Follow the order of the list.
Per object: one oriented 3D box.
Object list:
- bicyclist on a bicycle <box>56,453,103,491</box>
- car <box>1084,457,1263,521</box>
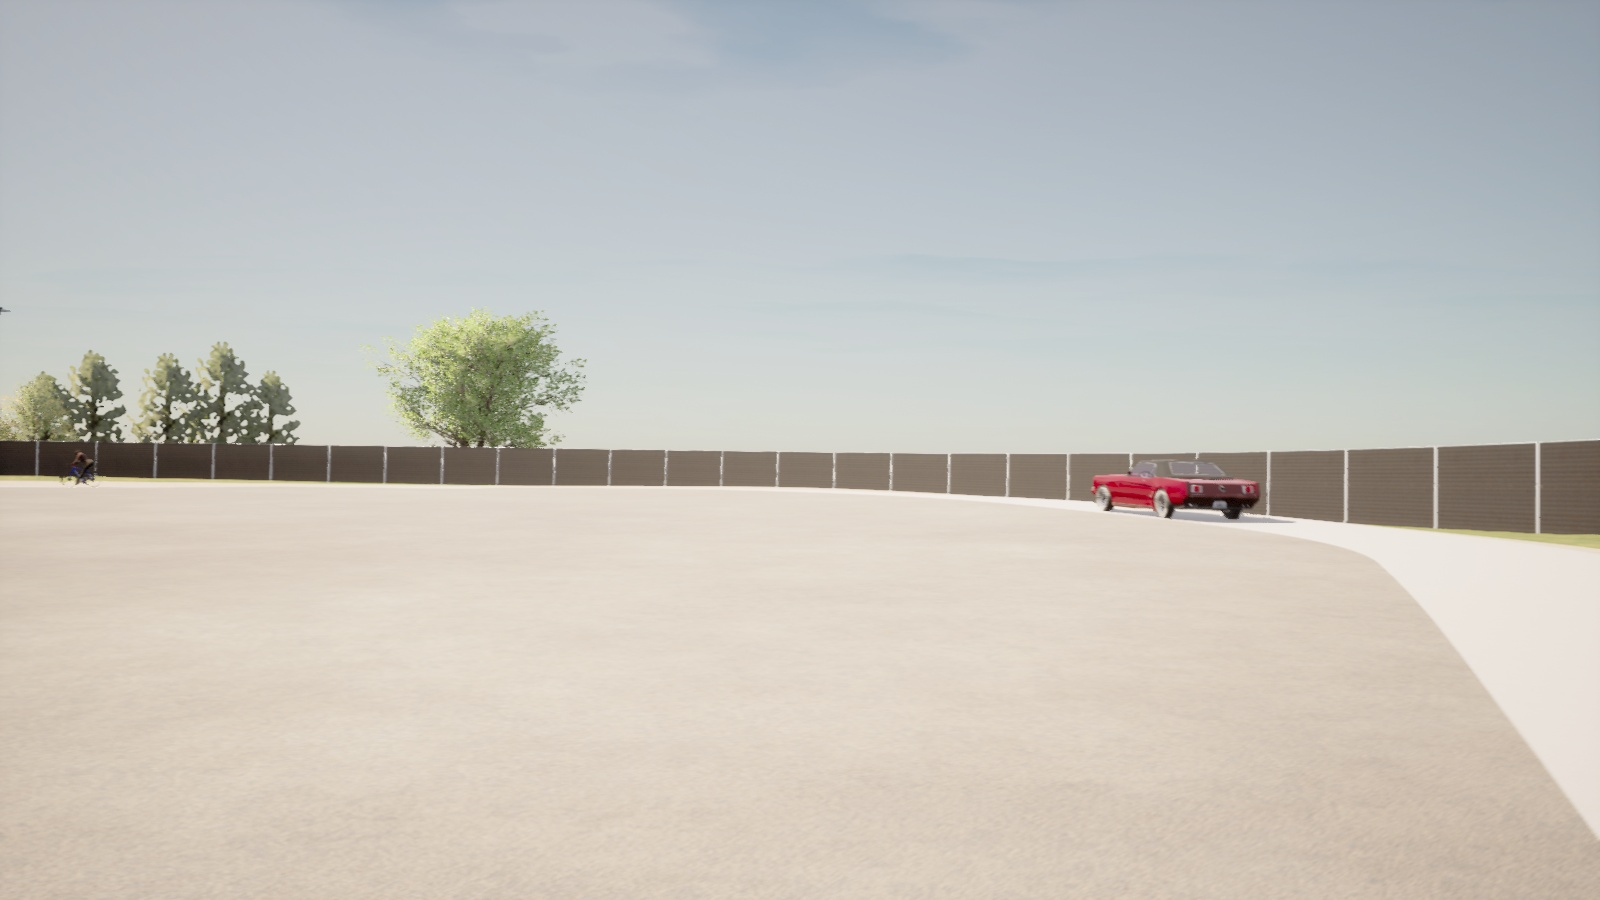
[{"bbox_3d":[-30.715,0.928,53.527,1.656,1.620,0.582,0,-1,-4],"label":"bicyclist on a bicycle"},{"bbox_3d":[8.462,0.836,28.964,1.895,1.301,4.718,1,0,-12],"label":"car"}]
